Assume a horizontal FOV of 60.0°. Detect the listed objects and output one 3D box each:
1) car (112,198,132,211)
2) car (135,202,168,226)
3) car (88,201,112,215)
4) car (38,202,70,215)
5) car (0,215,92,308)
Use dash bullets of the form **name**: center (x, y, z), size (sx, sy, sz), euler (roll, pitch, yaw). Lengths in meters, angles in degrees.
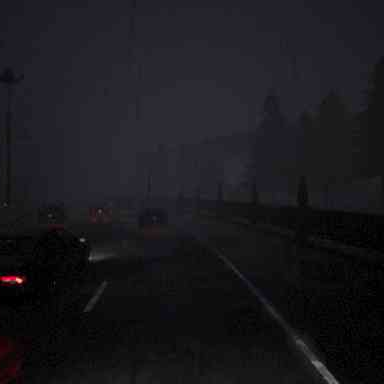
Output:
- **car**: center (-8.879, 1.491, 41.721), size (1.837, 1.490, 4.892), euler (0, 0, -23)
- **car**: center (-2.863, 1.464, 23.251), size (1.882, 1.535, 5.008), euler (0, 0, -12)
- **car**: center (-9.718, 1.598, 34.431), size (1.895, 1.301, 4.718), euler (0, 0, -19)
- **car**: center (-10.806, 1.500, 26.172), size (2.128, 1.511, 4.902), euler (0, 0, -15)
- **car**: center (-3.893, 1.552, 8.107), size (2.033, 1.411, 5.357), euler (0, 0, -5)
